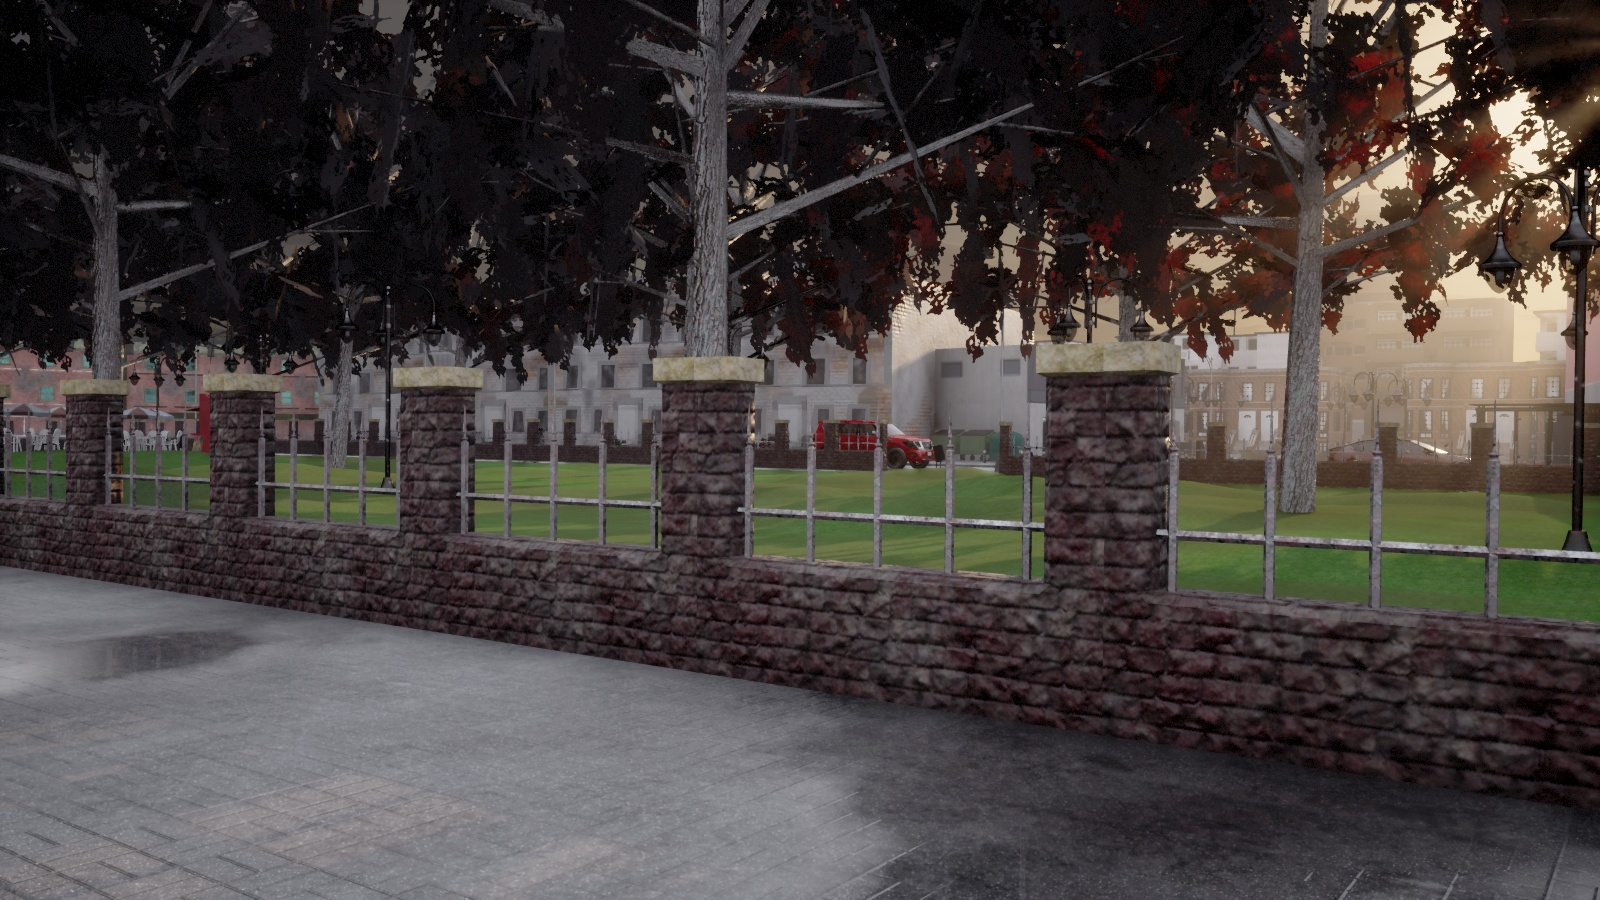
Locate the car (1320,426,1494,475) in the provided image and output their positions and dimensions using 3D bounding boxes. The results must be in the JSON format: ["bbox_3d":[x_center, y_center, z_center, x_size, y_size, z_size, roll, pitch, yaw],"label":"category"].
[{"bbox_3d":[19.728,-0.006,40.903,4.792,1.488,2.163,0,1,36],"label":"car"}]

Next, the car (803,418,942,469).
[{"bbox_3d":[3.007,-0.298,52.797,5.566,2.045,2.150,0,1,36],"label":"car"}]
